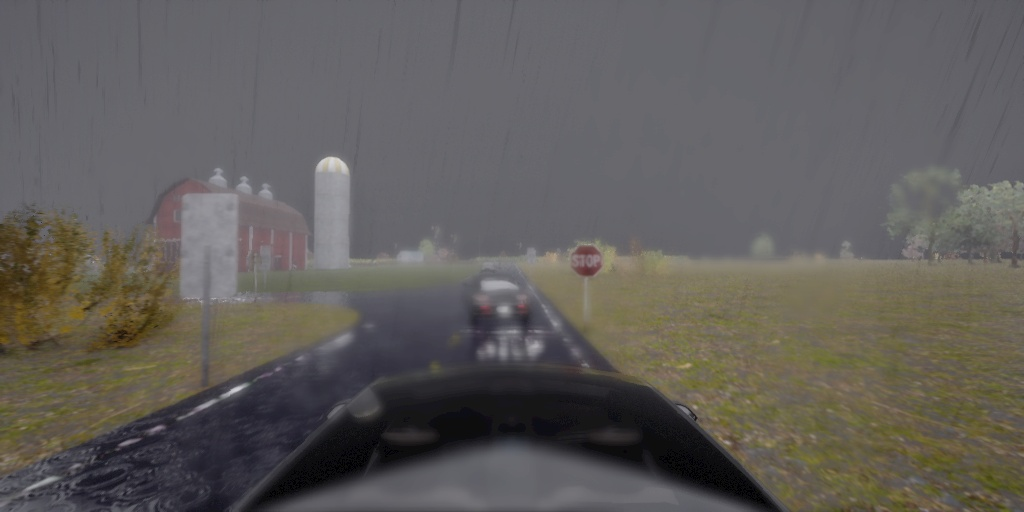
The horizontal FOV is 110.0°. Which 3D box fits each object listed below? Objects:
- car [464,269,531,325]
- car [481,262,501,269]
[{"bbox_3d":[-0.596,1.359,12.253,1.812,1.442,4.674,0,0,-10],"label":"car"},{"bbox_3d":[-2.850,1.630,47.055,1.837,1.490,4.892,0,0,0],"label":"car"}]
